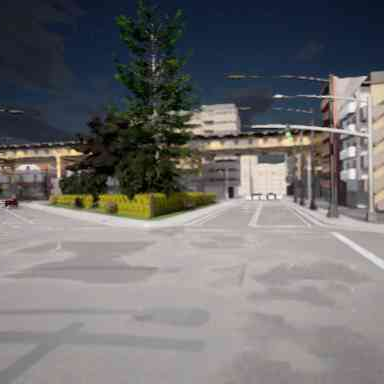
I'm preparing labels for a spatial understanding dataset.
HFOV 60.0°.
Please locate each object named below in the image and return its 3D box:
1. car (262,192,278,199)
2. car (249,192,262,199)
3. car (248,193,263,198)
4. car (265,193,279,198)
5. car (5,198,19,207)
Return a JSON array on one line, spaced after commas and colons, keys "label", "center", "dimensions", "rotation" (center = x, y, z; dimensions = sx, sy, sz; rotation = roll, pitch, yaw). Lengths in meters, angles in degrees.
[{"label": "car", "center": [20.495, 0.962, 85.217], "dimensions": [2.038, 1.542, 4.974], "rotation": [-1, 0, -8]}, {"label": "car", "center": [16.504, 1.025, 86.428], "dimensions": [2.038, 1.542, 4.974], "rotation": [-1, 0, 37]}, {"label": "car", "center": [16.533, 0.867, 86.470], "dimensions": [1.853, 1.218, 4.536], "rotation": [-1, 0, 37]}, {"label": "car", "center": [20.486, 0.804, 85.268], "dimensions": [1.853, 1.218, 4.536], "rotation": [-1, 0, -8]}, {"label": "car", "center": [-32.506, 1.863, 60.049], "dimensions": [1.882, 1.535, 5.008], "rotation": [-1, 0, -33]}]
